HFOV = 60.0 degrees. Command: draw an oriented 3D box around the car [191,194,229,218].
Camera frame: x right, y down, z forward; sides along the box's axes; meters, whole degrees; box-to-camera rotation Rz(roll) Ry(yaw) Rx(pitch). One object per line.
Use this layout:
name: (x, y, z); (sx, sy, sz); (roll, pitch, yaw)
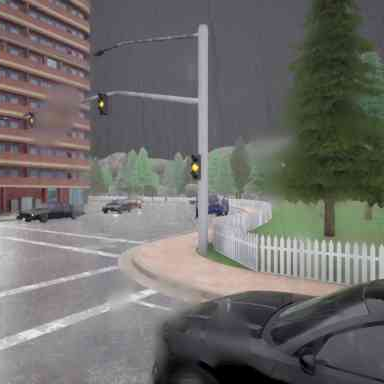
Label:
car: (1.834, 1.166, 28.959); (2.150, 2.045, 5.566); (0, 0, 14)

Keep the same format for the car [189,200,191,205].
car: (0.977, 1.545, 53.793); (1.895, 1.301, 4.718); (0, 0, -17)

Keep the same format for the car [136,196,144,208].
car: (-8.100, 1.296, 45.690); (2.097, 1.767, 4.553); (0, 0, -11)

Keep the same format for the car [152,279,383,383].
car: (1.890, 1.478, 2.641); (5.008, 1.535, 1.882); (0, 0, 36)

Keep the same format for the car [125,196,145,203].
car: (-11.785, 1.470, 68.730); (4.674, 1.442, 1.812); (0, 0, 44)

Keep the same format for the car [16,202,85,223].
car: (-10.623, 1.492, 25.575); (2.033, 1.411, 5.357); (0, 0, 24)

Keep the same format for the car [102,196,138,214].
car: (-7.802, 1.492, 35.393); (2.033, 1.411, 5.357); (0, 0, 7)
